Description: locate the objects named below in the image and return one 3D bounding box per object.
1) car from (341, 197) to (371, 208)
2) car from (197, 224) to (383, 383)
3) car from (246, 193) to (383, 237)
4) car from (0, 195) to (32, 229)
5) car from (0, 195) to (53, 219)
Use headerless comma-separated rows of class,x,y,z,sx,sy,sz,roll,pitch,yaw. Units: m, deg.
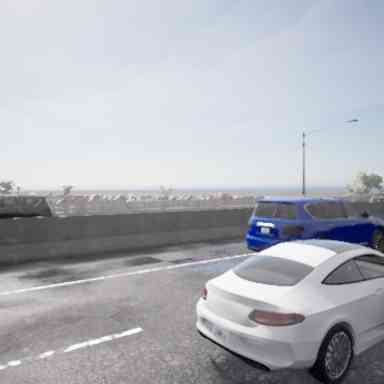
car,22.532,1.351,45.689,4.181,1.385,1.994,0,0,-35
car,2.221,1.504,5.316,4.674,1.442,1.812,0,0,-35
car,4.284,1.178,11.071,5.566,2.045,2.150,0,0,-35
car,-13.082,1.218,20.453,5.566,2.045,2.150,0,0,-35
car,-10.484,1.214,18.004,5.566,2.045,2.150,0,0,-35
